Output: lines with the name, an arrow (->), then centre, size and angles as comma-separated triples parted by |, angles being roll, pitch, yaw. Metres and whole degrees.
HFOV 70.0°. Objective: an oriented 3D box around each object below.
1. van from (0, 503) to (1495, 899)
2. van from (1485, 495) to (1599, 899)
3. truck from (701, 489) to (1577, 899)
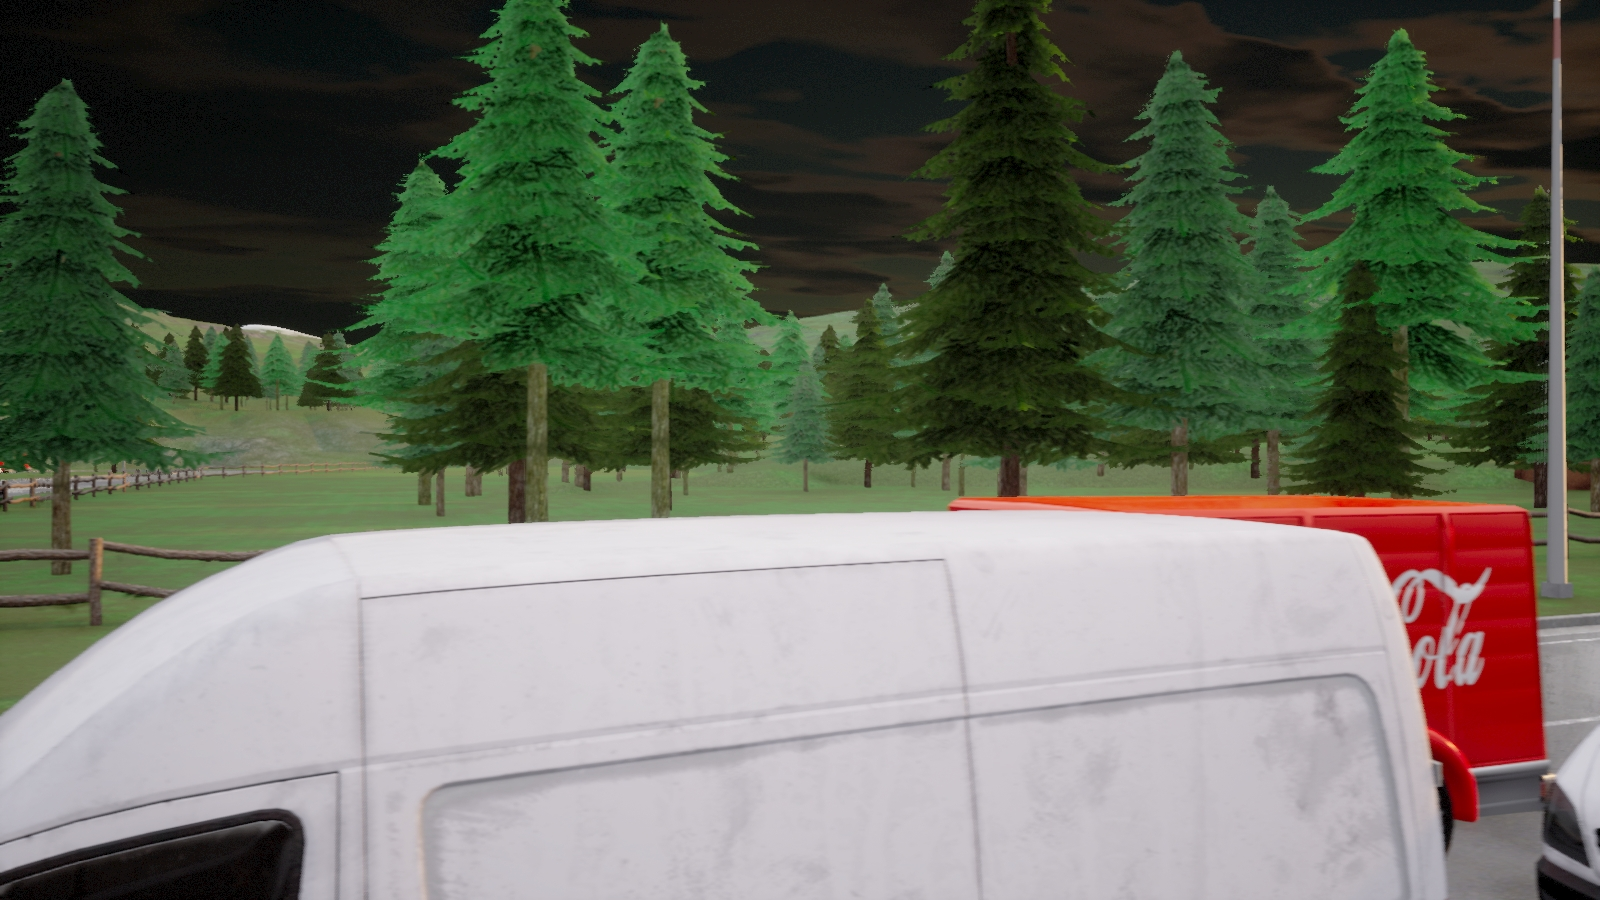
van -> -0.798, 1.535, 3.451 | 5.915, 2.561, 1.988 | 0, 0, -25
van -> 6.627, 1.532, 6.463 | 5.915, 2.561, 1.988 | 0, 0, -29
truck -> 2.186, 1.567, 7.819 | 5.204, 2.467, 2.627 | 0, 0, -20
